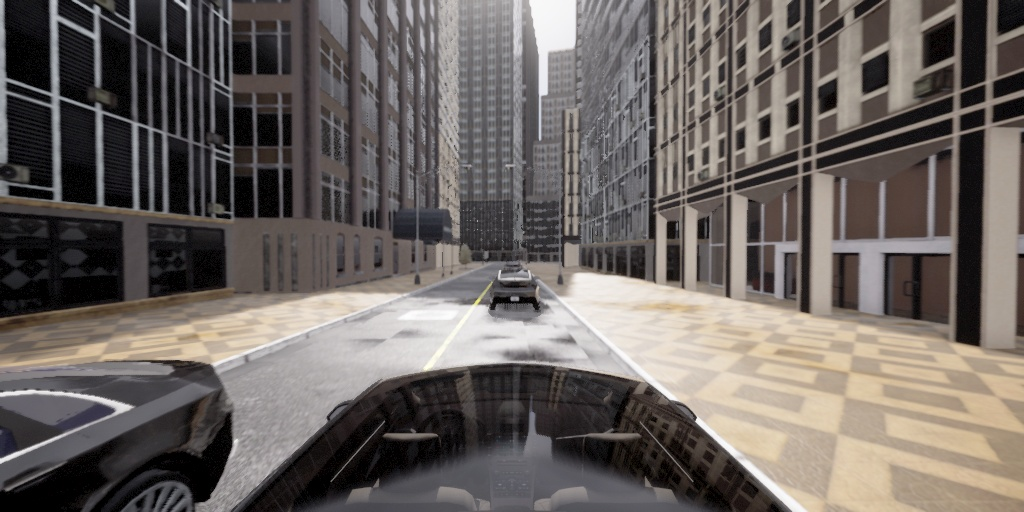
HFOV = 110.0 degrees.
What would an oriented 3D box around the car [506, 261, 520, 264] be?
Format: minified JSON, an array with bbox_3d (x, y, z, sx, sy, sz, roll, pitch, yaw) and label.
[{"bbox_3d":[0.095,1.242,35.082,2.128,1.511,4.902,0,0,0],"label":"car"}]

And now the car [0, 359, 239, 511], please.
[{"bbox_3d":[-2.999,1.242,0.663,2.128,1.511,4.902,0,0,0],"label":"car"}]

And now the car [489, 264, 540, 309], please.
[{"bbox_3d":[0.099,1.253,14.915,1.837,1.490,4.892,0,0,0],"label":"car"}]
